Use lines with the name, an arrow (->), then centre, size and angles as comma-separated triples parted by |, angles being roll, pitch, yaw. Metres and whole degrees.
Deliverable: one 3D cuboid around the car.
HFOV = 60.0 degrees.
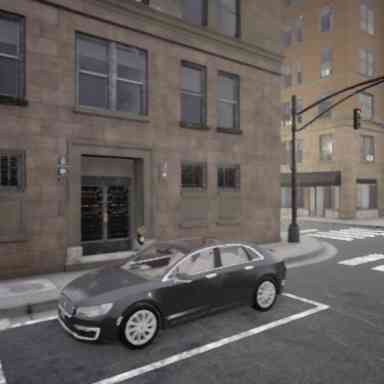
car -> -0.100, 1.546, 6.118 | 4.403, 1.369, 2.008 | 0, 0, -36
